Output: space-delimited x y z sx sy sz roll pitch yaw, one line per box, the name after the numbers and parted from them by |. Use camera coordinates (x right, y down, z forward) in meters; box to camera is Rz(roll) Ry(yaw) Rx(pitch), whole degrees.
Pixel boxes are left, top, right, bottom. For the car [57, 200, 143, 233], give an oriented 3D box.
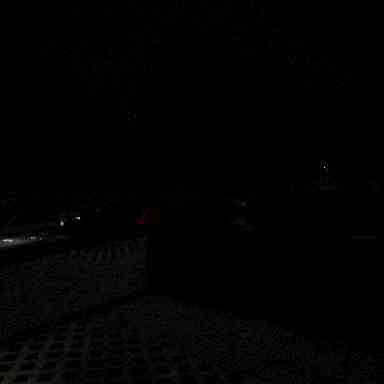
-4.770 1.180 17.820 2.128 1.511 4.902 0 1 35 | car

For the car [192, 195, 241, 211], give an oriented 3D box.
2.139 0.931 27.539 2.033 1.411 5.357 0 2 35 | car

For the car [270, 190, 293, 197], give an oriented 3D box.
10.504 0.531 39.257 1.812 1.442 4.674 0 2 36 | car
